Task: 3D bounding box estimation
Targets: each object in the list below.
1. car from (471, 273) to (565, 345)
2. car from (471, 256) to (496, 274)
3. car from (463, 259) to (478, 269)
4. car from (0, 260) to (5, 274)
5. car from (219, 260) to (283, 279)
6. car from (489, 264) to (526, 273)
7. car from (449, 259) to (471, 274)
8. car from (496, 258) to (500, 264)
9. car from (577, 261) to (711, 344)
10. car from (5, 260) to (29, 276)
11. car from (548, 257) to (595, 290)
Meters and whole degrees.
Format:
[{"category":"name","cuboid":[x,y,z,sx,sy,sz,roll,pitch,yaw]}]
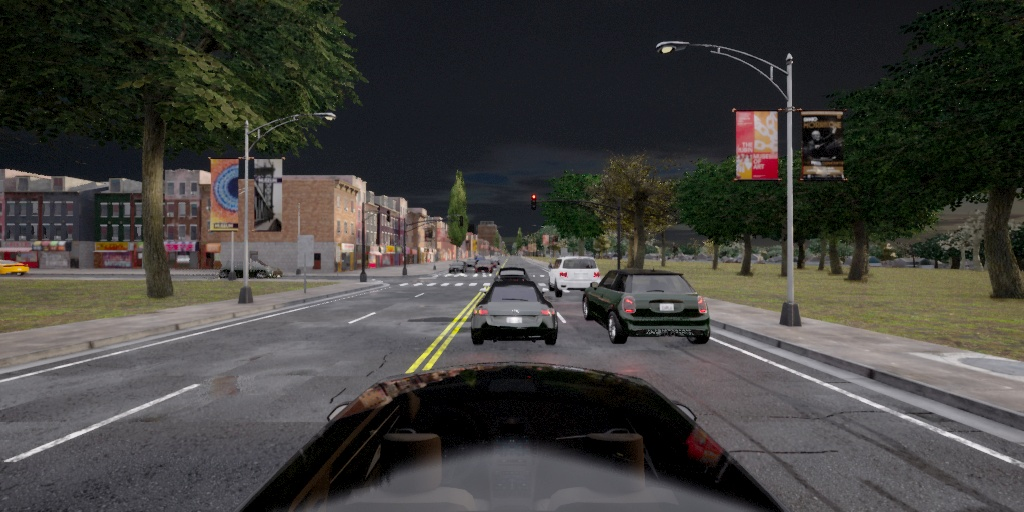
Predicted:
[{"category":"car","cuboid":[0.058,1.332,9.576,1.994,1.385,4.181,0,0,0]},{"category":"car","cuboid":[-3.441,1.220,44.543,2.097,1.767,4.553,0,0,0]},{"category":"car","cuboid":[-6.707,1.273,58.861,1.837,1.490,4.892,0,1,0]},{"category":"car","cuboid":[-48.208,1.169,31.008,5.357,1.411,2.033,0,0,0]},{"category":"car","cuboid":[-22.419,1.158,30.994,4.553,1.767,2.097,1,0,0]},{"category":"car","cuboid":[0.008,1.331,18.488,1.837,1.490,4.892,0,0,0]},{"category":"car","cuboid":[-6.691,1.370,44.793,1.837,1.490,4.892,0,1,0]},{"category":"car","cuboid":[-3.460,1.369,59.026,1.895,1.301,4.718,0,1,0]},{"category":"car","cuboid":[3.310,1.121,9.774,2.097,1.767,4.553,0,0,0]},{"category":"car","cuboid":[-48.975,1.118,33.856,5.008,1.535,1.882,0,0,0]},{"category":"car","cuboid":[3.257,1.054,19.487,2.150,2.045,5.566,0,0,0]}]
